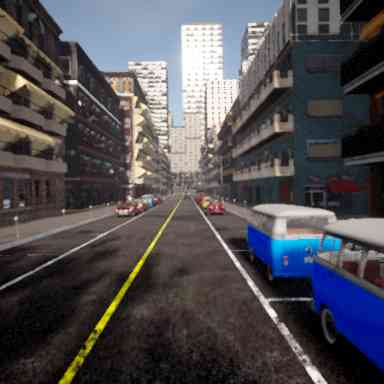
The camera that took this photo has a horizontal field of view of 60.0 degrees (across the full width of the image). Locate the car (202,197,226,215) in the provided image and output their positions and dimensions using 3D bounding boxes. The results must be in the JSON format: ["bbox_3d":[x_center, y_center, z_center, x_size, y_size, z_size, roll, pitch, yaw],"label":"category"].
[{"bbox_3d":[2.226,1.448,31.621,1.802,1.307,4.206,-2,0,-1],"label":"car"}]

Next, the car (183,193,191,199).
[{"bbox_3d":[-1.342,1.255,88.176,1.837,1.490,4.892,-1,0,-1],"label":"car"}]

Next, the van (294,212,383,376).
[{"bbox_3d":[2.656,1.282,3.613,1.690,1.788,3.998,-2,0,-1],"label":"van"}]

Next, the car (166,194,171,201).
[{"bbox_3d":[-6.942,1.468,81.931,1.802,1.307,4.206,-2,0,-1],"label":"car"}]

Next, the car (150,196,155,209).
[{"bbox_3d":[-6.296,1.538,42.722,2.008,1.369,4.403,-2,0,-1],"label":"car"}]

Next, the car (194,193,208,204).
[{"bbox_3d":[1.866,1.122,54.026,2.192,1.841,5.009,-2,0,-1],"label":"car"}]

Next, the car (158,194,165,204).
[{"bbox_3d":[-6.589,1.259,59.525,2.192,1.841,5.009,-2,0,-1],"label":"car"}]

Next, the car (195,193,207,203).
[{"bbox_3d":[1.691,1.093,65.229,2.192,1.841,5.009,-2,0,-1],"label":"car"}]

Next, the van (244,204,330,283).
[{"bbox_3d":[2.569,1.267,9.215,1.690,1.788,3.998,-2,0,-1],"label":"van"}]

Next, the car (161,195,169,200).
[{"bbox_3d":[-7.029,1.454,87.533,1.802,1.307,4.206,-2,0,-1],"label":"car"}]

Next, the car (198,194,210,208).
[{"bbox_3d":[2.046,1.361,42.994,1.752,1.417,4.829,-2,0,-1],"label":"car"}]

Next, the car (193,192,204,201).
[{"bbox_3d":[1.516,1.065,76.432,2.192,1.841,5.009,-2,0,-1],"label":"car"}]

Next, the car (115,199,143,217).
[{"bbox_3d":[-6.120,1.599,31.520,1.802,1.307,4.206,-2,0,-1],"label":"car"}]

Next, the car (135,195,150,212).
[{"bbox_3d":[-6.212,1.442,37.121,1.967,1.590,4.097,-2,0,-1],"label":"car"}]

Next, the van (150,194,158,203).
[{"bbox_3d":[-6.390,1.314,48.323,1.690,1.788,3.998,-2,0,-1],"label":"van"}]
